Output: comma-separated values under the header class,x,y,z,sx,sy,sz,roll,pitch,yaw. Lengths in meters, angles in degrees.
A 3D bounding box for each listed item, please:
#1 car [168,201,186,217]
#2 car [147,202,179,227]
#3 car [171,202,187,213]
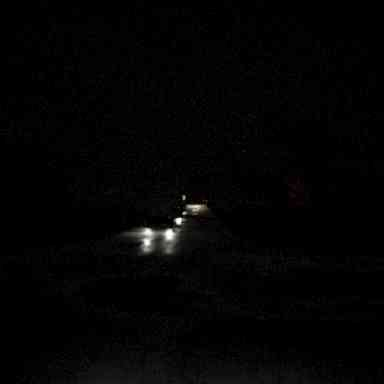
class,x,y,z,sx,sy,sz,roll,pitch,yaw
car,-2.081,1.787,35.991,2.097,1.767,4.553,0,-1,1
car,-2.287,1.781,25.900,1.882,1.535,5.008,0,-1,1
car,-1.825,2.158,48.471,2.033,1.411,5.357,0,-1,1
